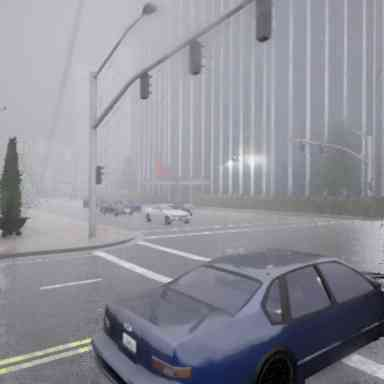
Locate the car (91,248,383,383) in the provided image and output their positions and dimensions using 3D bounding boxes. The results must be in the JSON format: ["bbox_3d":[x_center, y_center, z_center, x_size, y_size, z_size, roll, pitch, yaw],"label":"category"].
[{"bbox_3d":[1.375,1.578,4.861,5.357,1.411,2.033,1,0,-37],"label":"car"}]

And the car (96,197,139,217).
[{"bbox_3d":[-7.388,1.595,32.818,2.128,1.511,4.902,1,0,-36],"label":"car"}]

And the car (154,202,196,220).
[{"bbox_3d":[-1.658,1.694,30.868,1.994,1.385,4.181,1,0,-36],"label":"car"}]

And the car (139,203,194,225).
[{"bbox_3d":[-1.937,1.629,25.328,1.812,1.442,4.674,1,0,-36],"label":"car"}]

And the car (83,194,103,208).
[{"bbox_3d":[-13.938,1.353,47.876,2.150,2.045,5.566,1,0,-36],"label":"car"}]

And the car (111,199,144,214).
[{"bbox_3d":[-7.683,1.608,39.198,1.882,1.535,5.008,1,0,-36],"label":"car"}]
